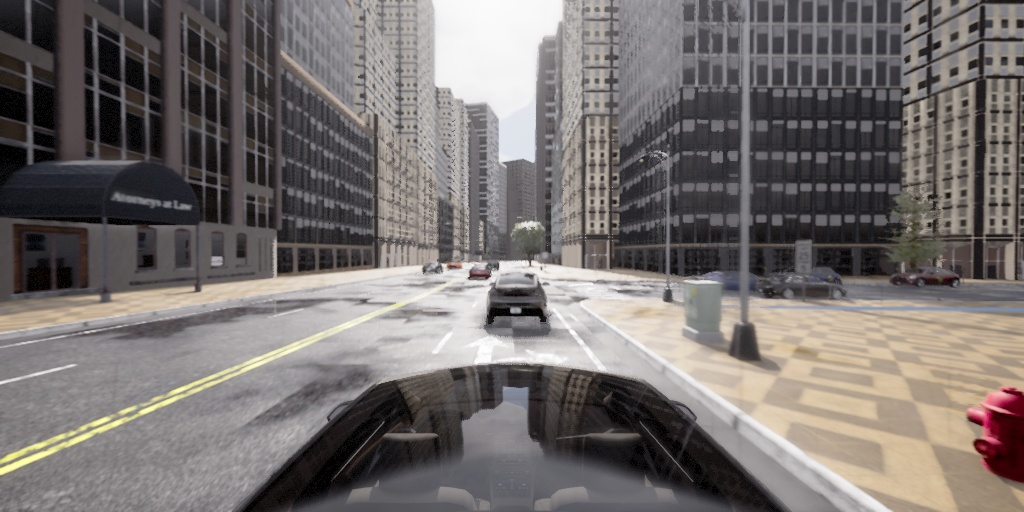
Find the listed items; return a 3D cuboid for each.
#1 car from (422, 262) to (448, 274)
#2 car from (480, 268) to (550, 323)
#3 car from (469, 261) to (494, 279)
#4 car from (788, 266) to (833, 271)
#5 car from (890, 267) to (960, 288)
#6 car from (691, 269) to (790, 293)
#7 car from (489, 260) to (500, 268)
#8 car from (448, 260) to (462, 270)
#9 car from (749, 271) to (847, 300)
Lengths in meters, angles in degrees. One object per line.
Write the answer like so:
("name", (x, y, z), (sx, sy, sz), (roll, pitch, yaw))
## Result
("car", (-9.838, 1.486, 44.618), (2.128, 1.511, 4.902), (0, -1, 0))
("car", (0.243, 1.314, 12.455), (1.837, 1.490, 4.892), (0, -1, 3))
("car", (-3.152, 1.507, 35.957), (1.994, 1.385, 4.181), (0, 0, 0))
("car", (20.807, 1.468, 25.798), (4.553, 1.767, 2.097), (1, 1, -1))
("car", (32.742, 1.648, 28.550), (4.097, 1.591, 1.967), (0, 0, -1))
("car", (14.217, 1.628, 22.802), (5.357, 1.411, 2.033), (1, 1, 5))
("car", (-3.151, 1.434, 60.219), (2.097, 1.767, 4.553), (0, 0, 0))
("car", (-9.781, 1.440, 61.330), (2.097, 1.767, 4.553), (0, 0, 1))
("car", (15.913, 1.680, 19.831), (4.403, 1.370, 2.007), (0, 0, -1))
